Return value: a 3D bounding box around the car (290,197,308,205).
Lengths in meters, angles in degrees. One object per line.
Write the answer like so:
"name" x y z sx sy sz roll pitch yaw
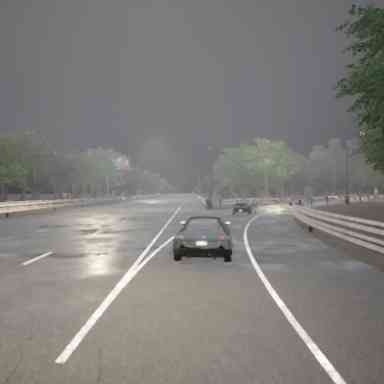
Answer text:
"car" 18.412 1.572 57.069 1.994 1.385 4.181 0 0 38

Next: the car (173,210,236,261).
"car" 0.487 1.575 12.394 1.994 1.385 4.181 0 0 5

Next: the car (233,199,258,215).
"car" 5.506 1.527 34.187 1.837 1.490 4.892 -1 0 21
